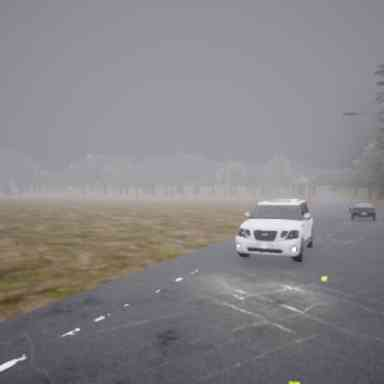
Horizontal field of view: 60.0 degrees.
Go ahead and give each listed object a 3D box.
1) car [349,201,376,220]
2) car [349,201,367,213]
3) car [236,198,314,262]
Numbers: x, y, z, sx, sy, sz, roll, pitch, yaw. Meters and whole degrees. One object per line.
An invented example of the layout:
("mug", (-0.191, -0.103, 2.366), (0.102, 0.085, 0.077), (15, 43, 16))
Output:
("car", (15.593, 1.692, 30.412), (1.882, 1.535, 5.008), (0, 0, 25))
("car", (21.158, 1.865, 42.587), (1.895, 1.301, 4.718), (0, 0, 25))
("car", (3.486, 1.331, 13.118), (2.150, 2.045, 5.566), (0, 1, 25))
